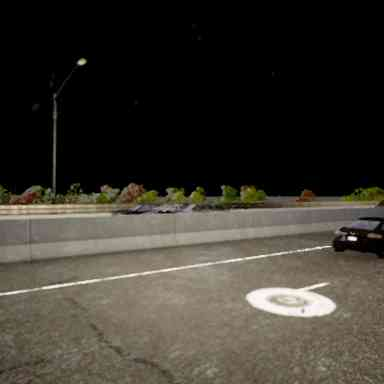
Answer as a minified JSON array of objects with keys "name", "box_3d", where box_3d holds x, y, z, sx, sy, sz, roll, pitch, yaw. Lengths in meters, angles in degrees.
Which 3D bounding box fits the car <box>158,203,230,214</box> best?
[{"name":"car","box_3d":[0.449,1.487,21.496,4.553,1.767,2.097,1,0,-35]}]

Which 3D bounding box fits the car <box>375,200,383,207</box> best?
[{"name":"car","box_3d":[30.232,1.920,51.229,4.553,1.767,2.097,1,0,-35]}]

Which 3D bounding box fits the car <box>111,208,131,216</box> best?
[{"name":"car","box_3d":[-3.821,1.680,27.049,5.357,1.411,2.033,1,0,-35]}]

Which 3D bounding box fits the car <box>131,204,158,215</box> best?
[{"name":"car","box_3d":[-1.592,1.626,24.339,4.902,1.511,2.128,1,0,-35]}]

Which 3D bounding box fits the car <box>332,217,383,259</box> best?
[{"name":"car","box_3d":[7.531,1.710,13.404,4.181,1.385,1.994,1,0,-35]}]
